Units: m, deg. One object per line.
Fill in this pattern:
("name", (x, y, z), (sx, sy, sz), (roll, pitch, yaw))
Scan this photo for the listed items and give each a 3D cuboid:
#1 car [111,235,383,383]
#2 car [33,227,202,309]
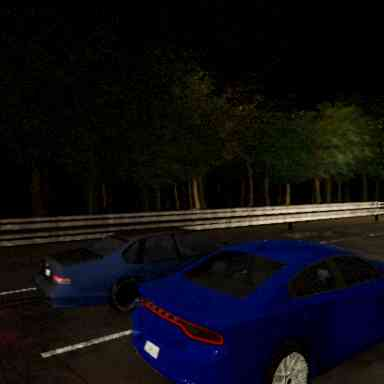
("car", (1.596, 1.458, 4.885), (5.008, 1.535, 1.882), (0, 0, -35))
("car", (-0.620, 1.528, 7.603), (5.357, 1.411, 2.033), (0, 0, -36))
